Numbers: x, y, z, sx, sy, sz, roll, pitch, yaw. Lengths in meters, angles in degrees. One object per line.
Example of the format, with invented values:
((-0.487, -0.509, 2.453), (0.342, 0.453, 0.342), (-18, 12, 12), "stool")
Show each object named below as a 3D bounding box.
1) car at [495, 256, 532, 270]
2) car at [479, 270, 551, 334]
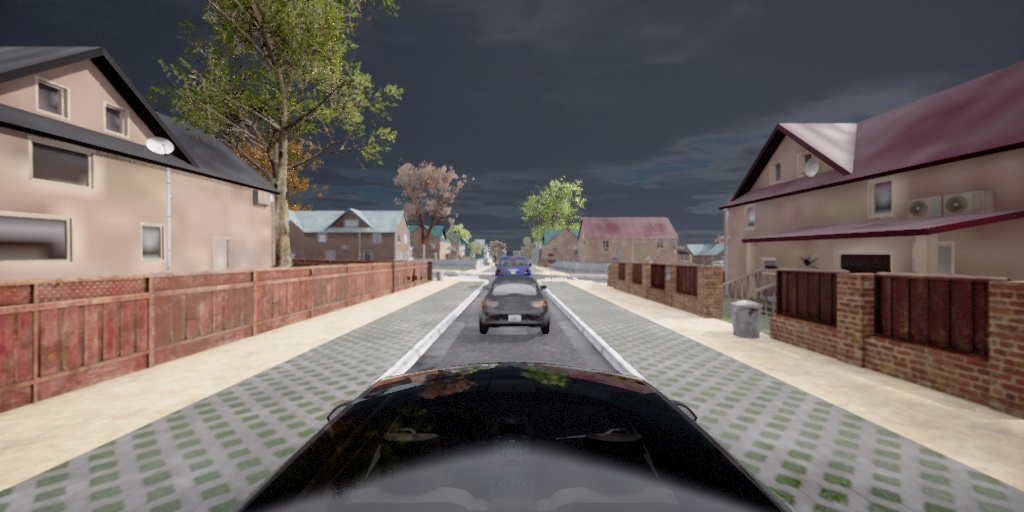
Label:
((0.079, 1.029, 22.547), (2.150, 2.045, 5.566), (0, 0, 0), "car")
((0.081, 1.298, 10.646), (1.812, 1.442, 4.674), (0, 0, 0), "car")
